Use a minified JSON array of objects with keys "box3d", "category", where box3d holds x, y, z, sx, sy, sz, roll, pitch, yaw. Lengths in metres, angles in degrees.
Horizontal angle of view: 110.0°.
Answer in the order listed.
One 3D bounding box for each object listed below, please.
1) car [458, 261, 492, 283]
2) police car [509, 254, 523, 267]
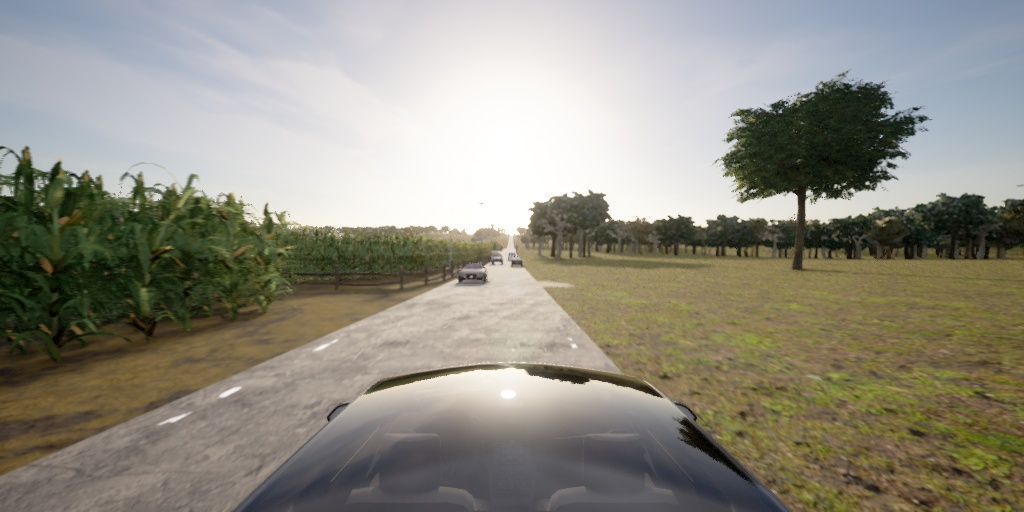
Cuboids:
[{"box3d":[-2.847,1.259,27.121,1.994,1.385,4.181,0,0,0],"category":"car"},{"box3d":[0.820,0.897,60.635,1.930,1.638,5.238,0,1,0],"category":"police car"}]
